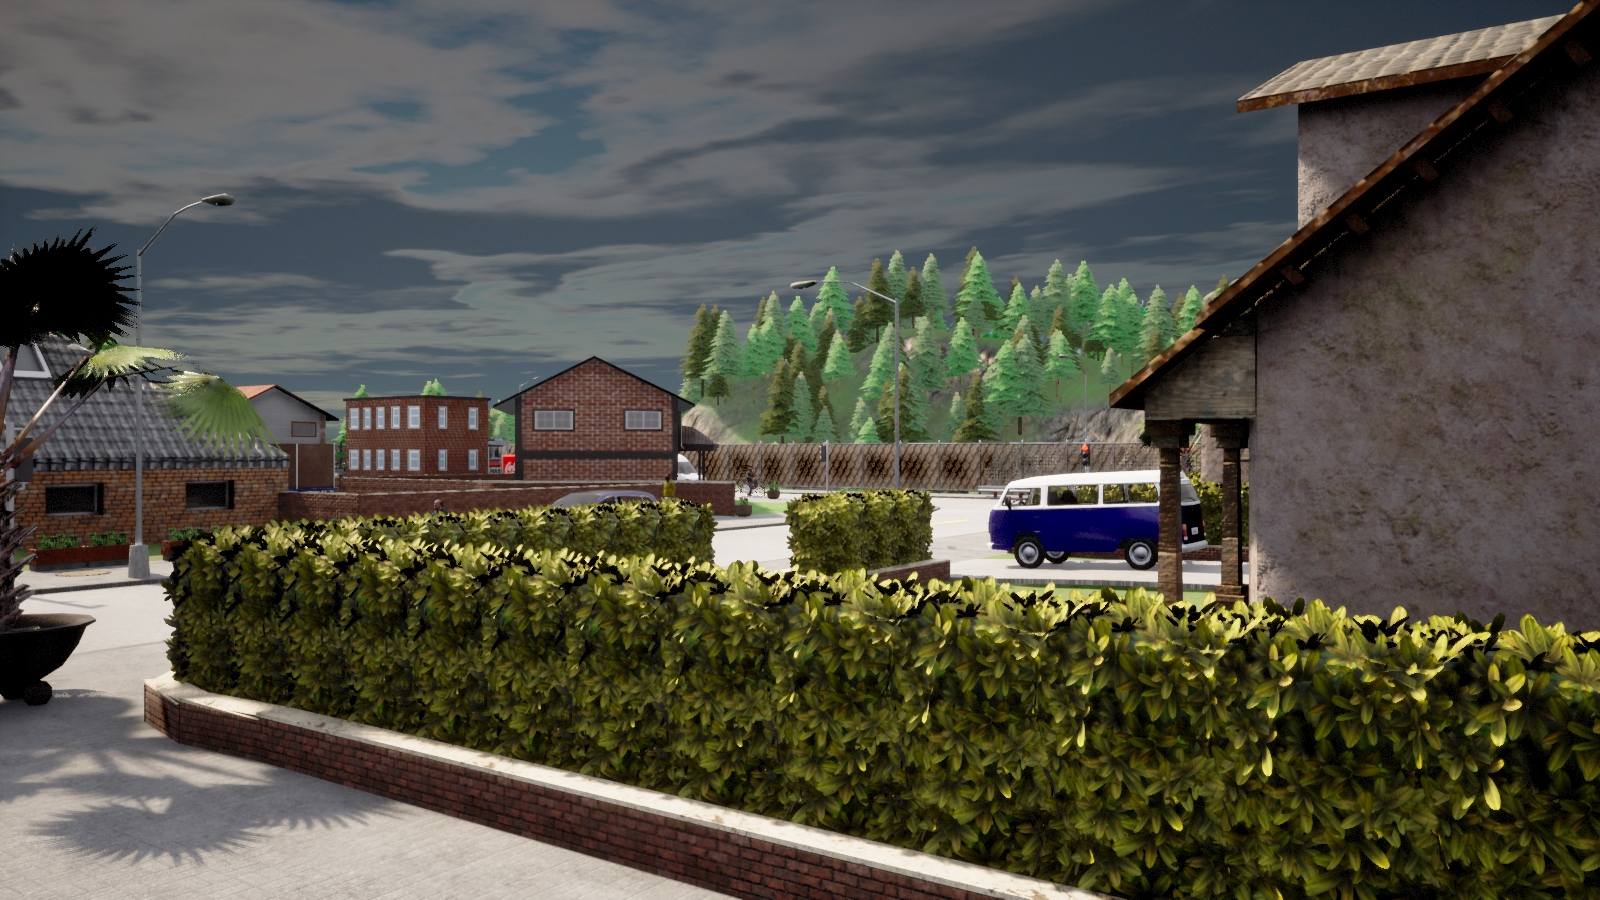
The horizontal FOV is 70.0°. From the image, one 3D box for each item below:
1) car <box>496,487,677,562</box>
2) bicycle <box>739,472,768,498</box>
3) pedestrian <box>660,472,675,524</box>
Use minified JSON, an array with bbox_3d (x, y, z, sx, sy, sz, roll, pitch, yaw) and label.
[{"bbox_3d":[-5.754,1.954,31.299,2.242,1.667,4.611,0,1,35],"label":"car"},{"bbox_3d":[-2.726,2.044,66.787,1.835,1.471,0.329,0,0,35],"label":"bicycle"},{"bbox_3d":[-4.814,1.732,41.549,0.375,1.860,0.375,0,0,29],"label":"pedestrian"}]
